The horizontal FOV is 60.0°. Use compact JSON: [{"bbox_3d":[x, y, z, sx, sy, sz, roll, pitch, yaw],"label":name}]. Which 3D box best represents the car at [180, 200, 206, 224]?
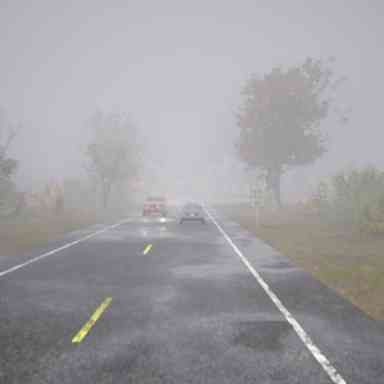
[{"bbox_3d":[0.047,1.594,25.220,2.033,1.411,5.357,0,0,0],"label":"car"}]

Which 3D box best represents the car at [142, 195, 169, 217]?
[{"bbox_3d":[-3.534,1.296,32.899,2.150,2.045,5.566,0,-1,0],"label":"car"}]
